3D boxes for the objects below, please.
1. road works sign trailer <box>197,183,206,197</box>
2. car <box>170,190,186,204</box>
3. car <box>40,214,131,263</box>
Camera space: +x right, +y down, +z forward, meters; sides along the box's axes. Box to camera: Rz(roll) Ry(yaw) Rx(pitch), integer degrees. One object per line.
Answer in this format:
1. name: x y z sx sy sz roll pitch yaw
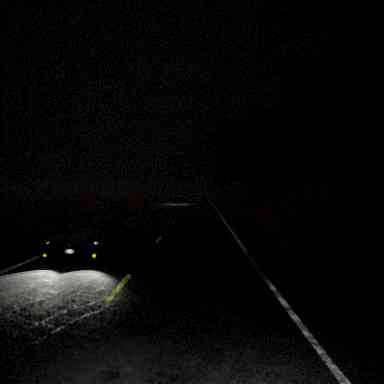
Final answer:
1. road works sign trailer: 2.477 -0.456 87.729 2.380 3.560 2.880 0 1 2
2. car: -2.166 0.729 52.606 2.150 2.045 5.566 0 1 2
3. car: -3.410 1.465 11.357 1.994 1.385 4.181 0 0 1
